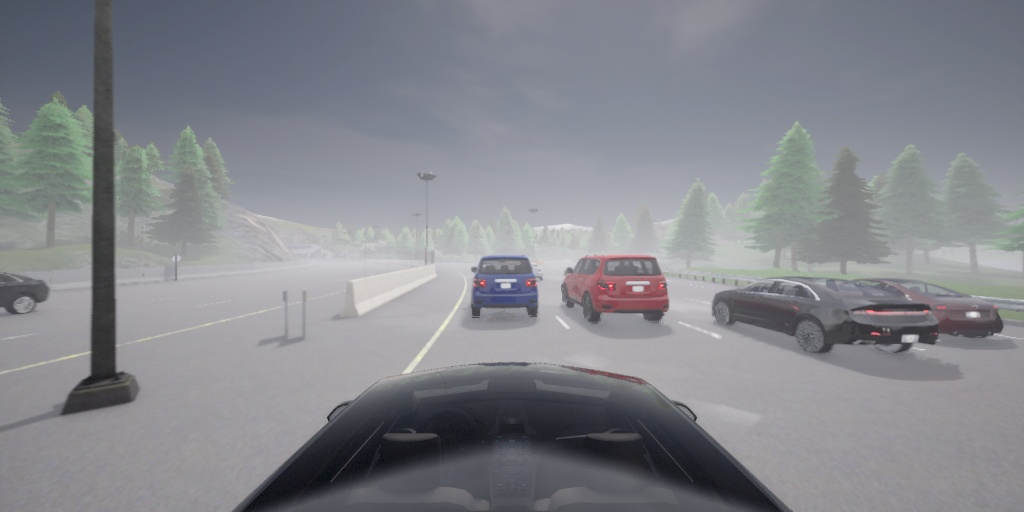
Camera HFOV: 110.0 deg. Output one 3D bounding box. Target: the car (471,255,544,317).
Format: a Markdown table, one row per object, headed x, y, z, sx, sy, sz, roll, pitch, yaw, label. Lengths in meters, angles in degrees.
| x | y | z | sx | sy | sz | roll | pitch | yaw | label |
| --- | --- | --- | --- | --- | --- | --- | --- | --- | --- |
| -0.344 | 0.983 | 13.338 | 2.150 | 2.045 | 5.566 | 0 | 0 | -3 | car |

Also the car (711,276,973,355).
| x | y | z | sx | sy | sz | roll | pitch | yaw | label |
| --- | --- | --- | --- | --- | --- | --- | --- | --- | --- |
| 6.874 | 1.233 | 8.681 | 2.128 | 1.511 | 4.902 | 0 | 0 | -2 | car |

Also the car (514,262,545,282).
| x | y | z | sx | sy | sz | roll | pitch | yaw | label |
| --- | --- | --- | --- | --- | --- | --- | --- | --- | --- |
| 1.378 | 1.298 | 30.574 | 1.812 | 1.442 | 4.674 | 0 | 0 | -8 | car |

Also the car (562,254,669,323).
| x | y | z | sx | sy | sz | roll | pitch | yaw | label |
| --- | --- | --- | --- | --- | --- | --- | --- | --- | --- |
| 3.221 | 0.974 | 12.253 | 2.150 | 2.045 | 5.566 | 0 | 0 | -3 | car |

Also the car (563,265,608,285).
| x | y | z | sx | sy | sz | roll | pitch | yaw | label |
| --- | --- | --- | --- | --- | --- | --- | --- | --- | --- |
| 5.394 | 1.362 | 27.098 | 1.895 | 1.301 | 4.718 | 0 | 0 | -7 | car |

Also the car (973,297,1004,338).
| x | y | z | sx | sy | sz | roll | pitch | yaw | label |
| --- | --- | --- | --- | --- | --- | --- | --- | --- | --- |
| 10.313 | 1.300 | 10.086 | 1.994 | 1.385 | 4.181 | 0 | 0 | -2 | car |

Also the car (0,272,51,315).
| x | y | z | sx | sy | sz | roll | pitch | yaw | label |
| --- | --- | --- | --- | --- | --- | --- | --- | --- | --- |
| -17.766 | 1.213 | 11.023 | 1.837 | 1.490 | 4.892 | 0 | 0 | -3 | car |
